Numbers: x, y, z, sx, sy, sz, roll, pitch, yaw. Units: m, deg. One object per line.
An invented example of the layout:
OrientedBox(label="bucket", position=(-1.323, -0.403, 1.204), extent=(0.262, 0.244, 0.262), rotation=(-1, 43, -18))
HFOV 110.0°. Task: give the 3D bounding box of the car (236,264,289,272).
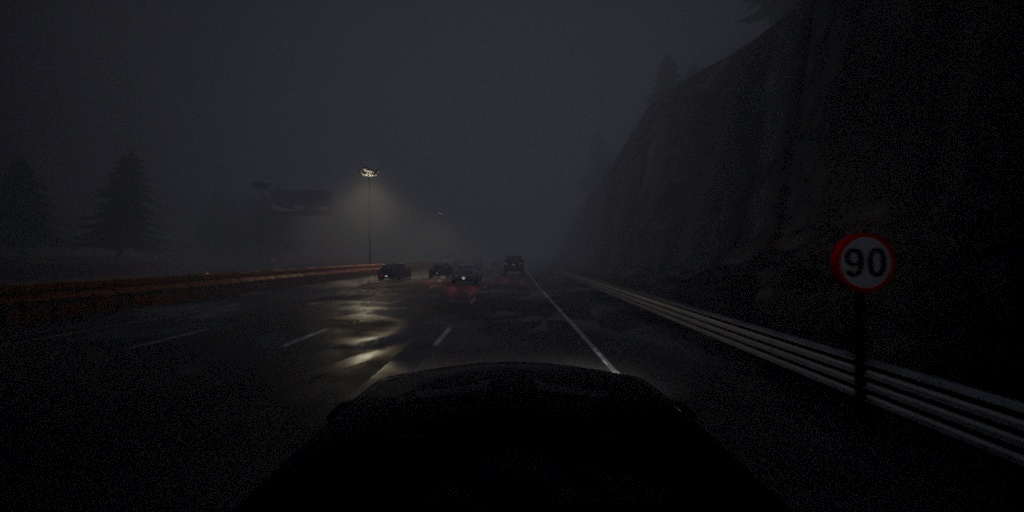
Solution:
OrientedBox(label="car", position=(-24.405, 1.551, 35.877), extent=(2.128, 1.511, 4.902), rotation=(-1, 0, 1))

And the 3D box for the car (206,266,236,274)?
OrientedBox(label="car", position=(-27.903, 1.697, 35.886), extent=(1.895, 1.301, 4.718), rotation=(-1, 0, 1))

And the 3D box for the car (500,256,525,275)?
OrientedBox(label="car", position=(0.201, 0.978, 38.955), extent=(2.150, 2.045, 5.566), rotation=(-1, 0, 1))

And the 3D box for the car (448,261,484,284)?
OrientedBox(label="car", position=(-3.401, 1.324, 27.566), extent=(1.812, 1.442, 4.674), rotation=(-1, 0, 0))

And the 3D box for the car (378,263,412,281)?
OrientedBox(label="car", position=(-10.352, 1.389, 31.993), extent=(1.837, 1.490, 4.892), rotation=(-1, 0, 1))

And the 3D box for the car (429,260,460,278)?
OrientedBox(label="car", position=(-6.820, 1.333, 35.199), extent=(2.128, 1.511, 4.902), rotation=(-1, 0, 1))
